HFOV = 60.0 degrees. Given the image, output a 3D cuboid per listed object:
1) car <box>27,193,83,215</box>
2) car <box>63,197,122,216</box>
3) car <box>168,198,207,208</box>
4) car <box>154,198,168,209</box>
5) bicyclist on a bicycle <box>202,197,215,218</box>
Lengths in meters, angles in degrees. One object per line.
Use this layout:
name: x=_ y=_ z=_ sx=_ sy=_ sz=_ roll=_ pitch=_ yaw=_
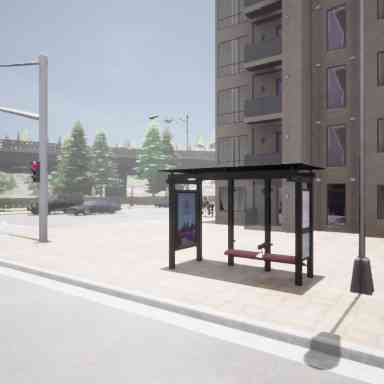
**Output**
car: x=-13.294 y=1.166 z=32.962 sx=2.150 sy=2.045 sz=5.566 roll=0 pitch=0 yaw=37
car: x=-9.361 y=1.492 z=32.414 sx=2.033 sy=1.411 sz=5.357 roll=0 pitch=0 yaw=37
car: x=-0.354 y=1.545 z=42.989 sx=4.718 sy=1.301 sz=1.895 roll=0 pitch=0 yaw=-40
car: x=-2.607 y=1.492 z=45.668 sx=5.357 sy=1.411 sz=2.033 roll=0 pitch=0 yaw=-41
bicyclist on a bicycle: x=1.253 y=1.245 z=26.671 sx=1.656 sy=1.620 sz=0.582 roll=0 pitch=0 yaw=36
